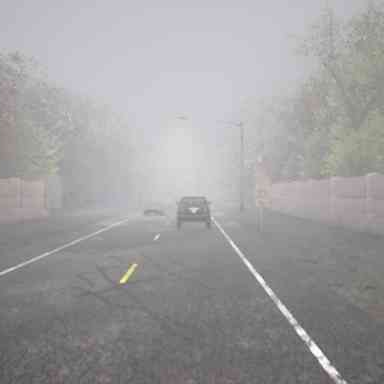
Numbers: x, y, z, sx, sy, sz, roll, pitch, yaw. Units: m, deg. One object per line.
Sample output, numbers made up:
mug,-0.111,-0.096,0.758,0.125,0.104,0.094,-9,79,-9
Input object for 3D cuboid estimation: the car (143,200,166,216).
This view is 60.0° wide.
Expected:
car,-3.585,1.528,32.600,2.033,1.411,5.357,0,0,0

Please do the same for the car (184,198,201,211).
car,0.095,1.530,41.863,1.994,1.385,4.181,0,0,0

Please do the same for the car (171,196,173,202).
car,-3.474,1.326,73.004,1.837,1.490,4.892,0,0,0

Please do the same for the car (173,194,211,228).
car,0.106,1.211,22.336,2.150,2.045,5.566,-1,0,0
